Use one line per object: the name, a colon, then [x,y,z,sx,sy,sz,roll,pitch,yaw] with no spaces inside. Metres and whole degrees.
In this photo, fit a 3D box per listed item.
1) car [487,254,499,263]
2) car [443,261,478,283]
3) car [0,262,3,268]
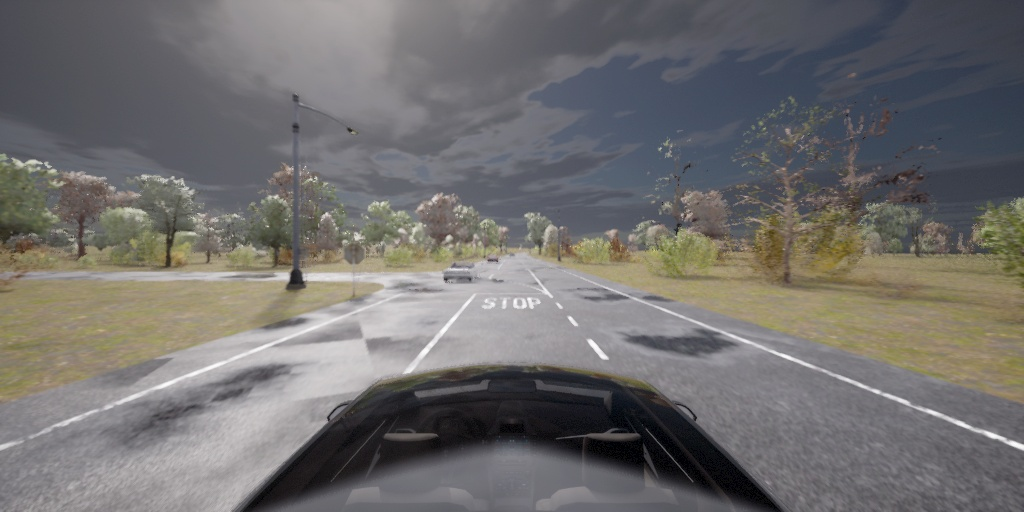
car: [-3.376,0.434,63.354,1.882,1.535,5.008,0,1,0]
car: [-3.456,1.052,24.682,1.895,1.301,4.718,0,1,0]
car: [-48.858,0.820,32.152,4.892,1.490,1.837,0,1,2]
